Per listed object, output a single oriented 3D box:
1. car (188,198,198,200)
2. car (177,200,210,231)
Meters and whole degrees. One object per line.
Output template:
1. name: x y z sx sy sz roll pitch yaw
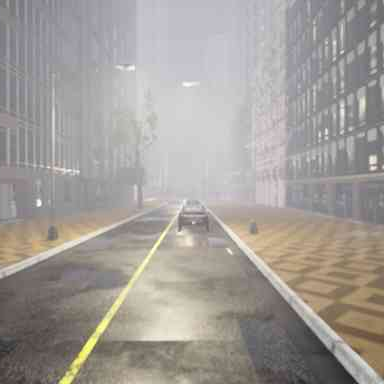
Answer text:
1. car: 0.103 1.539 44.794 2.128 1.511 4.902 0 0 0
2. car: 0.101 1.509 20.806 2.128 1.511 4.902 0 0 0
